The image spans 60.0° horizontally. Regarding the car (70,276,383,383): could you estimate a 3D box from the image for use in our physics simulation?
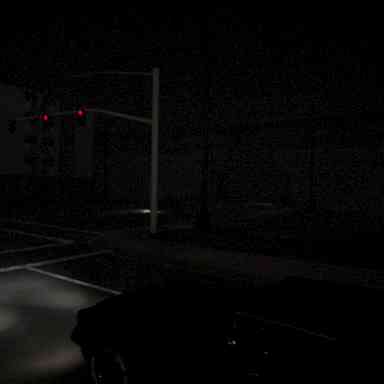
[{"bbox_3d":[0.887,1.588,3.328,4.718,1.301,1.895,1,0,36],"label":"car"}]

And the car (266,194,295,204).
[{"bbox_3d":[13.984,1.155,52.629,4.892,1.490,1.837,1,0,-21],"label":"car"}]

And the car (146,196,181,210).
[{"bbox_3d":[-2.986,1.149,35.448,1.994,1.385,4.181,2,1,35],"label":"car"}]
